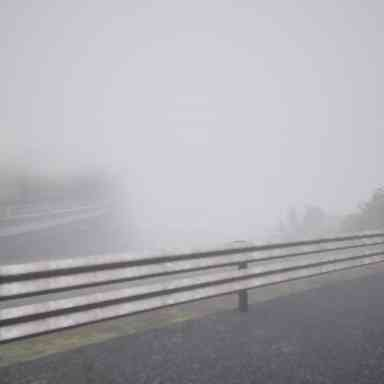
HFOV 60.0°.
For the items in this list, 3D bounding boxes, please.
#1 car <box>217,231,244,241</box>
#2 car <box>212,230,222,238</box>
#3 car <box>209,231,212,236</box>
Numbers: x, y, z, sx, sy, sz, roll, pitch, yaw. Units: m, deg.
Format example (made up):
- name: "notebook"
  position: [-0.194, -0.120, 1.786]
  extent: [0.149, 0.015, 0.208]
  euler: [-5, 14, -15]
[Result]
- name: "car"
  position: [8.379, 9.451, 69.027]
  extent: [4.902, 1.511, 2.128]
  euler: [0, 0, -17]
- name: "car"
  position: [7.352, 9.444, 72.373]
  extent: [4.674, 1.442, 1.812]
  euler: [0, 0, -17]
- name: "car"
  position: [6.325, 9.414, 75.719]
  extent: [4.892, 1.490, 1.837]
  euler: [0, 0, -17]
